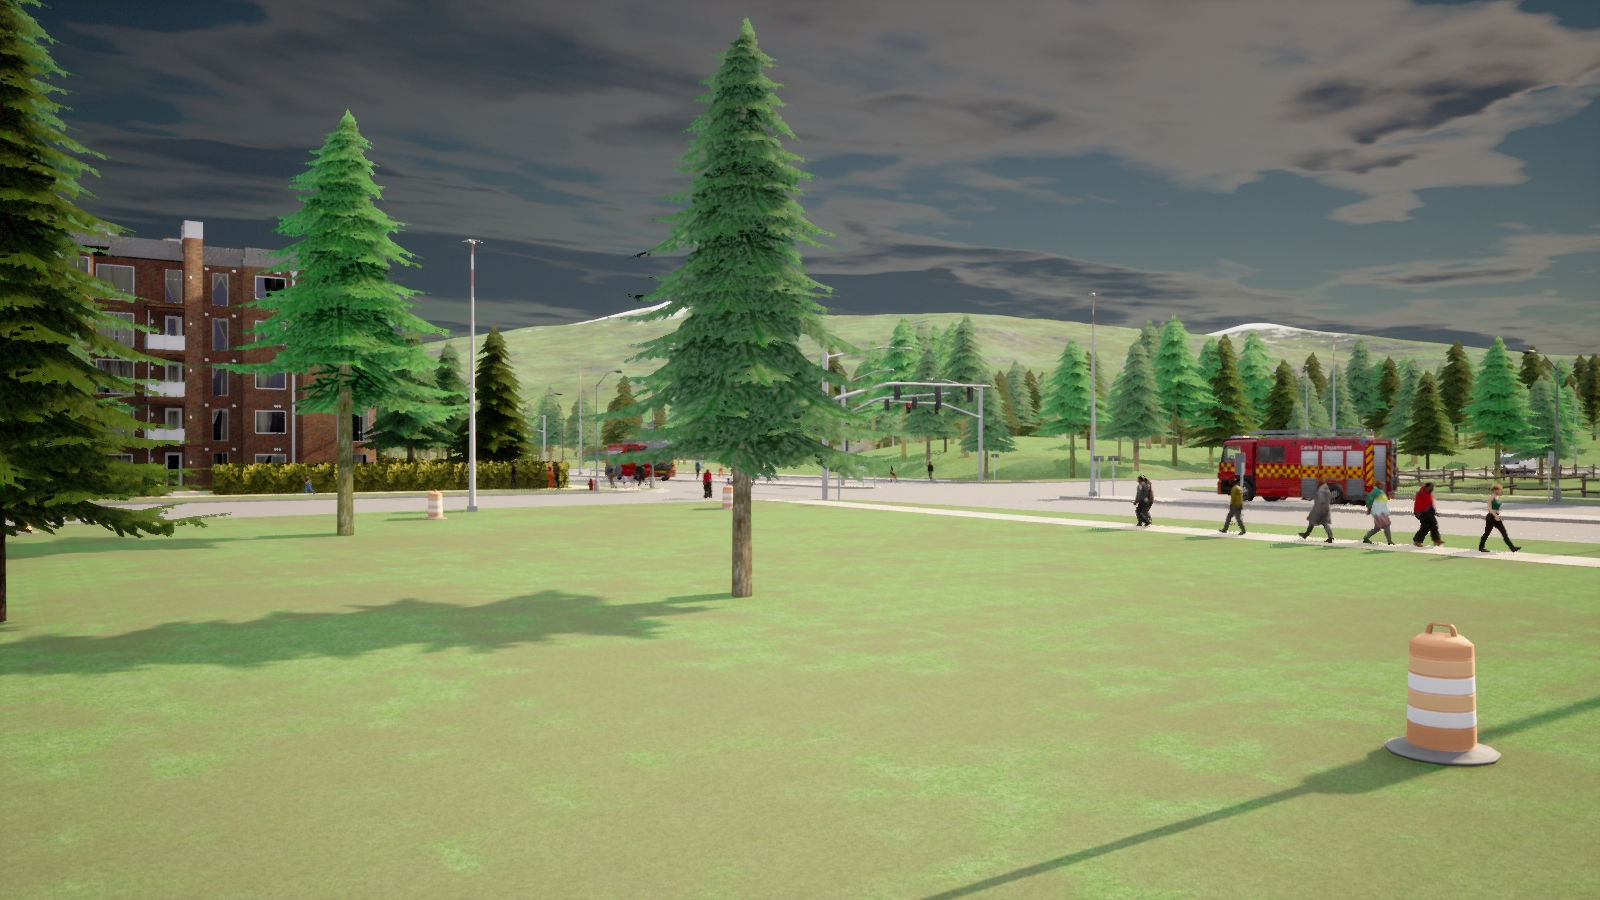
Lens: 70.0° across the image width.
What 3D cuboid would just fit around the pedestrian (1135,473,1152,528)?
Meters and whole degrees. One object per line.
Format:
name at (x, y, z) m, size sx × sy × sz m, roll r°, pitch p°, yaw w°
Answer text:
pedestrian at (11.593, 1.696, 38.556) m, size 0.375 × 1.860 × 0.375 m, roll 0°, pitch 0°, yaw -37°

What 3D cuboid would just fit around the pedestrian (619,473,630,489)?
pedestrian at (-11.769, 2.076, 76.724) m, size 0.500 × 1.100 × 0.500 m, roll 0°, pitch 0°, yaw 39°

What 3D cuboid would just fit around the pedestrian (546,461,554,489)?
pedestrian at (-16.810, 1.696, 76.893) m, size 0.375 × 1.860 × 0.375 m, roll 0°, pitch 0°, yaw 31°

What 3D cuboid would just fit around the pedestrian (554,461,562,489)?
pedestrian at (-16.246, 1.696, 76.627) m, size 0.375 × 1.860 × 0.375 m, roll 0°, pitch 0°, yaw 42°

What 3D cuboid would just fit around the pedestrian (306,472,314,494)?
pedestrian at (-29.112, 1.976, 67.827) m, size 0.375 × 1.300 × 0.375 m, roll 0°, pitch 0°, yaw -36°

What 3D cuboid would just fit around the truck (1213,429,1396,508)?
truck at (26.071, 0.890, 59.482) m, size 2.891 × 3.827 × 8.468 m, roll 0°, pitch 0°, yaw -34°

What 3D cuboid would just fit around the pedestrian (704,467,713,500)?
pedestrian at (-5.162, 1.885, 64.497) m, size 0.375 × 1.860 × 0.375 m, roll 0°, pitch 0°, yaw -32°

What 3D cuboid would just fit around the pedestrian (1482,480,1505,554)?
pedestrian at (17.656, 1.696, 29.084) m, size 0.375 × 1.860 × 0.375 m, roll 0°, pitch 0°, yaw -29°

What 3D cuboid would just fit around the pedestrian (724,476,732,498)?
pedestrian at (-4.267, 2.199, 67.675) m, size 0.375 × 1.300 × 0.375 m, roll 0°, pitch 0°, yaw -25°

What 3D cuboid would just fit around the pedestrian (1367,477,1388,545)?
pedestrian at (16.076, 1.697, 31.825) m, size 0.375 × 1.860 × 0.375 m, roll 0°, pitch 0°, yaw -32°

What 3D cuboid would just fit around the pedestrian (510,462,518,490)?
pedestrian at (-18.736, 1.696, 74.852) m, size 0.375 × 1.860 × 0.375 m, roll 0°, pitch 0°, yaw -35°

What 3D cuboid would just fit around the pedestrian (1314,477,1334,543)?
pedestrian at (14.877, 1.696, 32.425) m, size 0.375 × 1.860 × 0.375 m, roll 0°, pitch 0°, yaw -31°

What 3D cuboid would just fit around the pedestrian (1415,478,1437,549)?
pedestrian at (16.782, 1.696, 30.636) m, size 0.375 × 1.860 × 0.375 m, roll 0°, pitch 0°, yaw -31°

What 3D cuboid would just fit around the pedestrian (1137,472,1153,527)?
pedestrian at (11.830, 1.696, 39.134) m, size 0.375 × 1.860 × 0.375 m, roll 0°, pitch 0°, yaw -30°

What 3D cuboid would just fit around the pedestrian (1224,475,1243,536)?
pedestrian at (13.342, 1.696, 35.155) m, size 0.375 × 1.860 × 0.375 m, roll 0°, pitch 0°, yaw -29°

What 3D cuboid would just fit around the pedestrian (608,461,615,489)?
pedestrian at (-12.815, 1.697, 77.595) m, size 0.375 × 1.860 × 0.375 m, roll 0°, pitch 0°, yaw -37°
